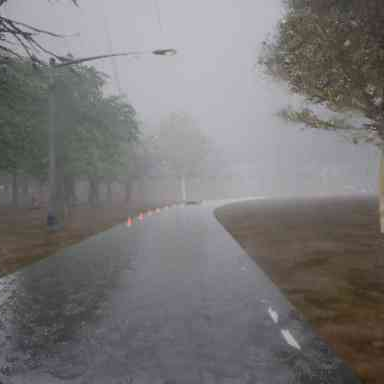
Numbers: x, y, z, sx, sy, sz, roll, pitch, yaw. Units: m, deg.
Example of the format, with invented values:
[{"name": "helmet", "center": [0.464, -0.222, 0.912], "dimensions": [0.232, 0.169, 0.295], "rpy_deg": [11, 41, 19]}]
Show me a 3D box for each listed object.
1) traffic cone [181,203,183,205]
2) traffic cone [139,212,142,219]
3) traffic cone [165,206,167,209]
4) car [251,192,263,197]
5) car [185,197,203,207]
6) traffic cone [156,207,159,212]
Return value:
[{"name": "traffic cone", "center": [-1.592, 1.794, 52.660], "dimensions": [0.340, 0.580, 0.340], "rpy_deg": [0, 1, 12]}, {"name": "traffic cone", "center": [-4.198, 1.948, 27.260], "dimensions": [0.340, 0.580, 0.340], "rpy_deg": [0, 0, 0]}, {"name": "traffic cone", "center": [-3.334, 1.880, 42.564], "dimensions": [0.340, 0.580, 0.340], "rpy_deg": [0, 0, 7]}, {"name": "car", "center": [18.241, 0.763, 93.624], "dimensions": [1.895, 1.301, 4.718], "rpy_deg": [2, 2, 36]}, {"name": "car", "center": [0.305, 1.472, 50.398], "dimensions": [1.895, 1.301, 4.718], "rpy_deg": [0, 1, 12]}, {"name": "traffic cone", "center": [-3.855, 1.912, 37.465], "dimensions": [0.340, 0.580, 0.340], "rpy_deg": [0, 0, 4]}]
